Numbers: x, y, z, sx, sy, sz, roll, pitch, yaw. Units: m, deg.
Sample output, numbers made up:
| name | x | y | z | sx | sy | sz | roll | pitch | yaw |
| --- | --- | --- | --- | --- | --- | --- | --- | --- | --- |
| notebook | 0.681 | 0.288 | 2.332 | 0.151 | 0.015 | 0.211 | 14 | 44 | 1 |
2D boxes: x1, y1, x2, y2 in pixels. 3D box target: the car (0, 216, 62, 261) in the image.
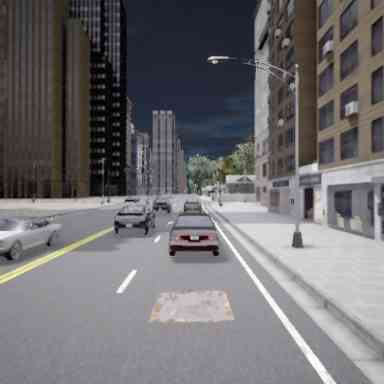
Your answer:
| name | x | y | z | sx | sy | sz | roll | pitch | yaw |
| --- | --- | --- | --- | --- | --- | --- | --- | --- | --- |
| car | -6.605 | 1.588 | 12.347 | 1.895 | 1.301 | 4.718 | 0 | 0 | 0 |

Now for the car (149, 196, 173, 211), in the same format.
| name | x | y | z | sx | sy | sz | roll | pitch | yaw |
| --- | --- | --- | --- | --- | --- | --- | --- | --- | --- |
| car | -3.159 | 1.457 | 35.675 | 1.837 | 1.490 | 4.892 | 0 | 0 | 0 |

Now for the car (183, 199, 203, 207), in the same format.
| name | x | y | z | sx | sy | sz | roll | pitch | yaw |
| --- | --- | --- | --- | --- | --- | --- | --- | --- | --- |
| car | 0.090 | 1.444 | 35.757 | 2.128 | 1.511 | 4.902 | 0 | 0 | 0 |

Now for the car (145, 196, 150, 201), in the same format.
| name | x | y | z | sx | sy | sz | roll | pitch | yaw |
| --- | --- | --- | --- | --- | --- | --- | --- | --- | --- |
| car | -6.514 | 1.355 | 54.409 | 2.128 | 1.511 | 4.902 | 0 | 0 | 0 |

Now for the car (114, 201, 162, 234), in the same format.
| name | x | y | z | sx | sy | sz | roll | pitch | yaw |
| --- | --- | --- | --- | --- | --- | --- | --- | --- | --- |
| car | -3.156 | 1.470 | 19.113 | 2.128 | 1.511 | 4.902 | 0 | 0 | 0 |

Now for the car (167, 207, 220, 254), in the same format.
| name | x | y | z | sx | sy | sz | roll | pitch | yaw |
| --- | --- | --- | --- | --- | --- | --- | --- | --- | --- |
| car | 0.081 | 1.534 | 13.280 | 2.033 | 1.411 | 5.357 | 0 | 0 | 0 |
